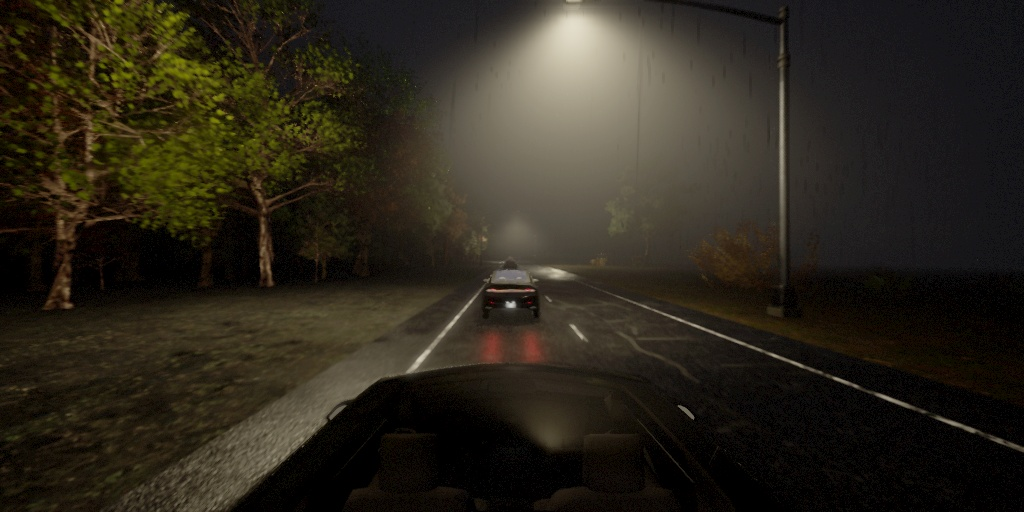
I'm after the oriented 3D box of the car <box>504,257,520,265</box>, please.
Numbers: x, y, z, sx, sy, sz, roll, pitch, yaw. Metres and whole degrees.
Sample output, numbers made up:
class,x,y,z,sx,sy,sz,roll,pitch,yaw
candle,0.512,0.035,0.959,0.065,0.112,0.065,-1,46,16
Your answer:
class,x,y,z,sx,sy,sz,roll,pitch,yaw
car,-0.193,1.299,53.251,1.994,1.385,4.181,0,0,0

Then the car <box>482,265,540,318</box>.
class,x,y,z,sx,sy,sz,roll,pitch,yaw
car,-0.037,1.243,12.963,2.128,1.511,4.902,0,0,0
